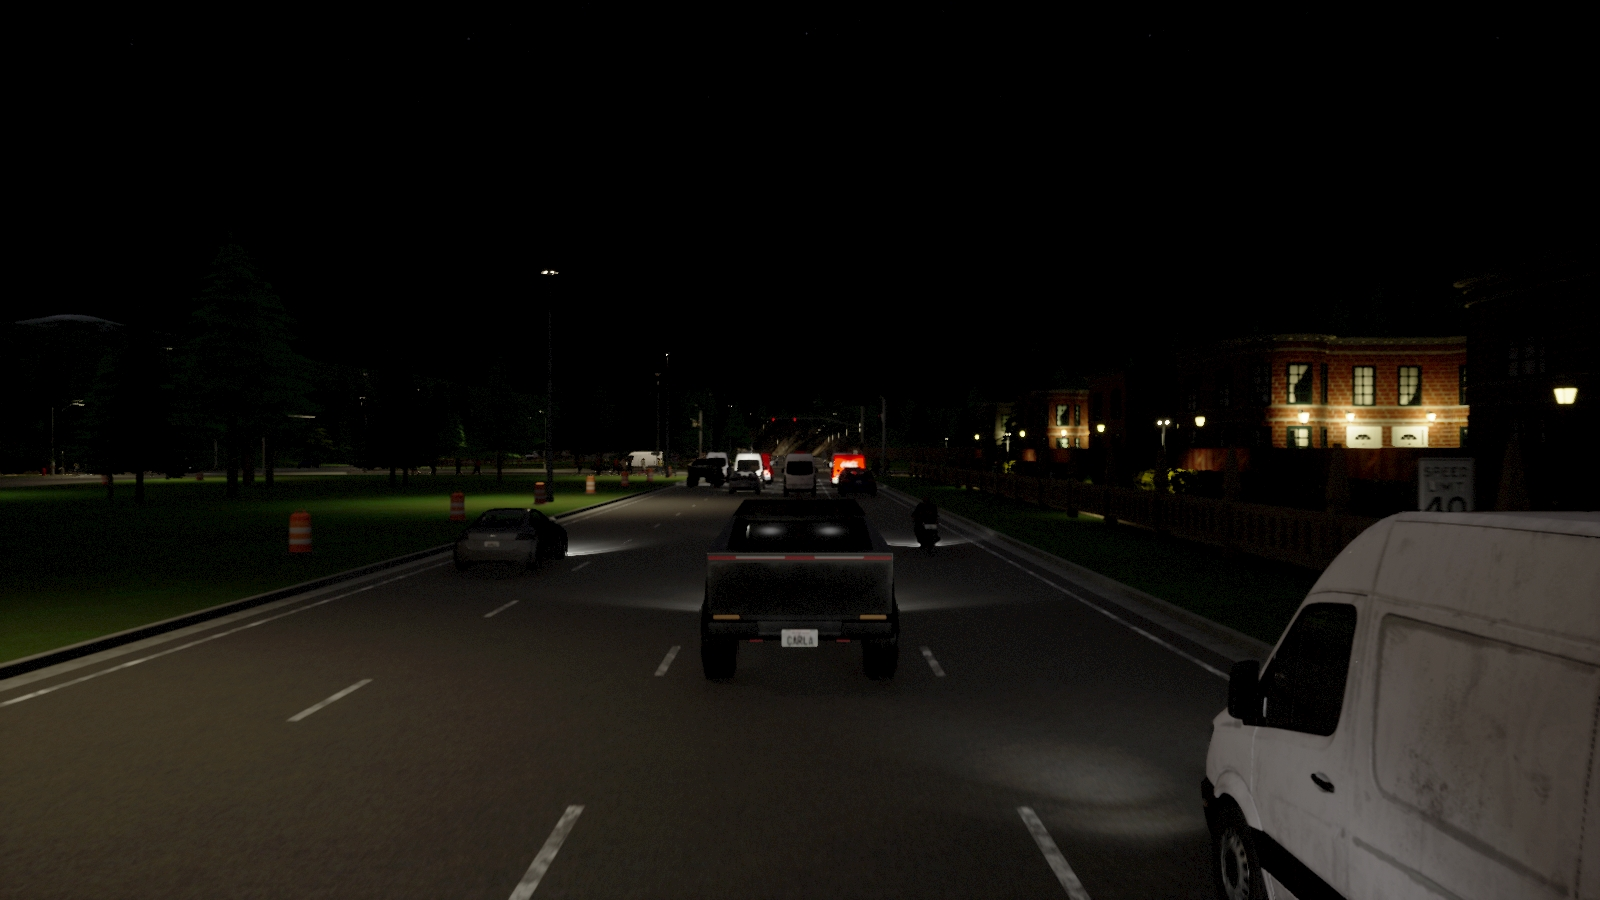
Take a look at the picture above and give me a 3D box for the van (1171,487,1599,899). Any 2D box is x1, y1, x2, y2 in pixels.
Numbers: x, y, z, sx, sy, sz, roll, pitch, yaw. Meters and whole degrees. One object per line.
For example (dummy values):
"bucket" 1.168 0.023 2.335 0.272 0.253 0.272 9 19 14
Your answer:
"van" 3.495 1.531 4.745 1.988 2.561 5.915 0 0 0

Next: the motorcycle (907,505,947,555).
"motorcycle" 3.496 2.190 31.665 0.867 1.251 2.209 0 0 0

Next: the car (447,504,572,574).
"car" -7.003 2.105 27.973 1.994 1.385 4.181 0 0 0

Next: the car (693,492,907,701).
"car" -0.002 1.746 15.855 2.390 2.098 6.274 0 0 0
